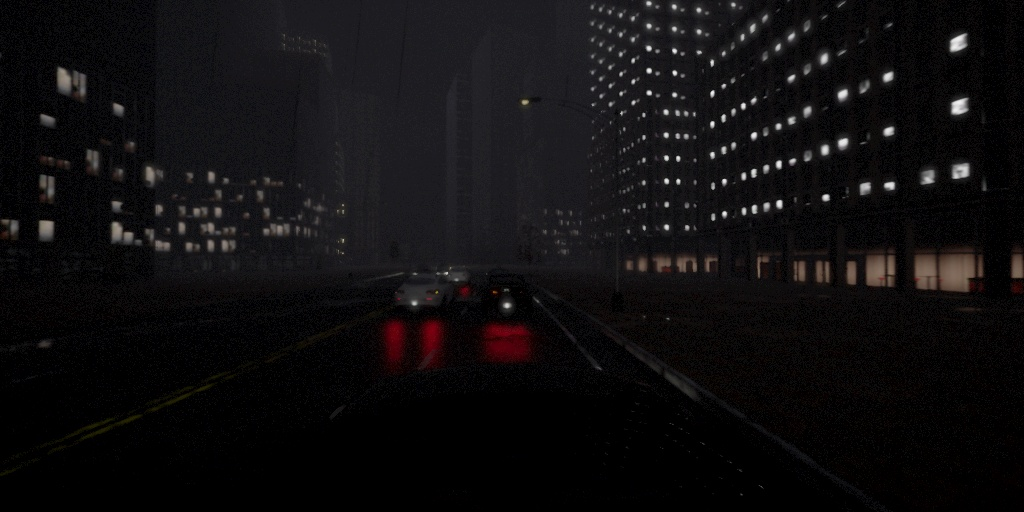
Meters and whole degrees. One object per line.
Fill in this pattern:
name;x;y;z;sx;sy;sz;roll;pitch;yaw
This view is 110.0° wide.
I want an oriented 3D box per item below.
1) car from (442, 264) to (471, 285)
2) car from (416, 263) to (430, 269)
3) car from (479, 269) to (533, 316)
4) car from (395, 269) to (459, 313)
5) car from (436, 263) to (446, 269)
car;-4.407;1.633;29.905;1.812;1.442;4.674;0;0;-4
car;-14.505;1.951;58.547;1.882;1.535;5.008;0;-1;-9
car;-0.231;1.410;14.142;1.837;1.490;4.892;0;-1;-2
car;-3.507;1.445;14.932;1.812;1.442;4.674;0;0;-2
car;-11.314;1.980;59.172;1.837;1.490;4.892;0;0;-9
